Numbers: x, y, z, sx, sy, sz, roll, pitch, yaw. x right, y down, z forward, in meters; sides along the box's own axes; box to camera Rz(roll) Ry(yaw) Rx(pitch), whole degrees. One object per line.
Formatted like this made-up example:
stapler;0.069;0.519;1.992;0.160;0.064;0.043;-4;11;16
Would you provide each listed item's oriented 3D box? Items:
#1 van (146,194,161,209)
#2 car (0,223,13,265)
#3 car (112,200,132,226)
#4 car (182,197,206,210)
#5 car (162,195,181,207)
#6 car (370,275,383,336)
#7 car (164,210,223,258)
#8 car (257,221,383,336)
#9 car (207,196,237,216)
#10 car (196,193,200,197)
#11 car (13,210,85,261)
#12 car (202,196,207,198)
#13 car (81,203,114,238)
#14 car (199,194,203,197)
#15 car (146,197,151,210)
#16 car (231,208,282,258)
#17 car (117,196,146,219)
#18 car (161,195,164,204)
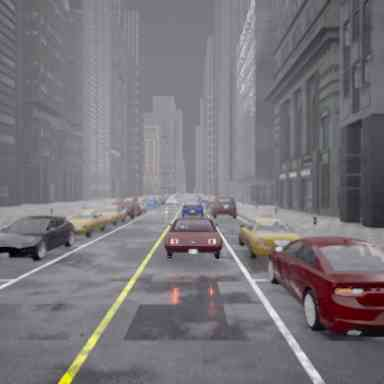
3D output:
van;-5.768;1.365;46.201;1.690;1.788;3.998;0;0;0
car;-5.765;1.527;6.546;1.752;1.417;4.829;0;0;0
car;-5.766;1.533;23.468;1.752;1.417;4.829;0;0;0
car;0.076;1.489;30.787;1.882;1.535;5.008;0;0;0
car;-3.083;1.555;51.169;1.812;1.442;4.674;0;0;0
car;2.760;1.545;1.084;1.887;1.381;4.507;0;0;0
car;0.062;1.604;12.803;1.895;1.301;4.718;0;0;0
car;2.760;1.546;6.725;1.887;1.381;4.507;0;0;0
car;2.758;1.325;29.287;2.192;1.841;5.009;0;0;0
car;2.348;1.586;76.796;1.812;1.442;4.674;0;0;0
car;-5.765;1.569;12.357;1.947;1.339;4.313;0;0;0
car;2.758;1.574;46.208;2.008;1.369;4.403;0;0;0
car;-5.766;1.530;17.827;1.752;1.417;4.829;0;0;0
car;2.756;1.483;63.129;1.967;1.590;4.097;0;0;0
car;-5.767;1.539;34.750;1.752;1.417;4.829;0;0;0
car;2.760;1.528;12.535;1.752;1.417;4.829;0;0;0
car;-5.767;1.325;29.279;2.192;1.841;5.009;0;0;0
car;-5.768;1.580;51.841;2.008;1.369;4.403;0;0;0
